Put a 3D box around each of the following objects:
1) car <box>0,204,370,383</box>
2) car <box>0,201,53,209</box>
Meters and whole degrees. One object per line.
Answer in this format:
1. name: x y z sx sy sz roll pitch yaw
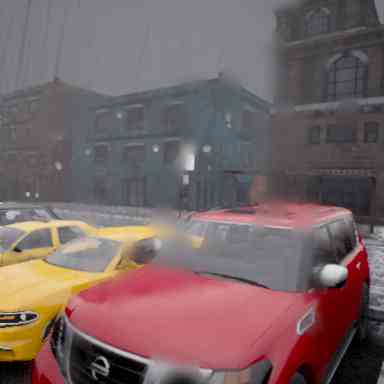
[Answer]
1. car: 0.907 1.238 4.472 2.435 2.045 5.566 2 1 35
2. car: -5.760 1.157 9.290 2.185 1.767 4.553 2 1 35
